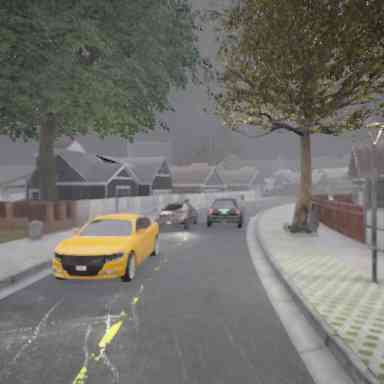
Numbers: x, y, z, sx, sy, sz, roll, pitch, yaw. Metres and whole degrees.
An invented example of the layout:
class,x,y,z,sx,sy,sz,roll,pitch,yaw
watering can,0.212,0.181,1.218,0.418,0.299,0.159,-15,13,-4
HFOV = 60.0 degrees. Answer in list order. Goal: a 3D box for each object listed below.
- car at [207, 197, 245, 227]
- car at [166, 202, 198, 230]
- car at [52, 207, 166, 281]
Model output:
class,x,y,z,sx,sy,sz,roll,pitch,yaw
car,2.268,1.160,21.203,2.097,1.767,4.553,0,1,11
car,-0.808,1.351,20.046,1.812,1.442,4.674,0,1,11
car,-2.236,1.402,9.867,1.882,1.535,5.008,0,0,5
